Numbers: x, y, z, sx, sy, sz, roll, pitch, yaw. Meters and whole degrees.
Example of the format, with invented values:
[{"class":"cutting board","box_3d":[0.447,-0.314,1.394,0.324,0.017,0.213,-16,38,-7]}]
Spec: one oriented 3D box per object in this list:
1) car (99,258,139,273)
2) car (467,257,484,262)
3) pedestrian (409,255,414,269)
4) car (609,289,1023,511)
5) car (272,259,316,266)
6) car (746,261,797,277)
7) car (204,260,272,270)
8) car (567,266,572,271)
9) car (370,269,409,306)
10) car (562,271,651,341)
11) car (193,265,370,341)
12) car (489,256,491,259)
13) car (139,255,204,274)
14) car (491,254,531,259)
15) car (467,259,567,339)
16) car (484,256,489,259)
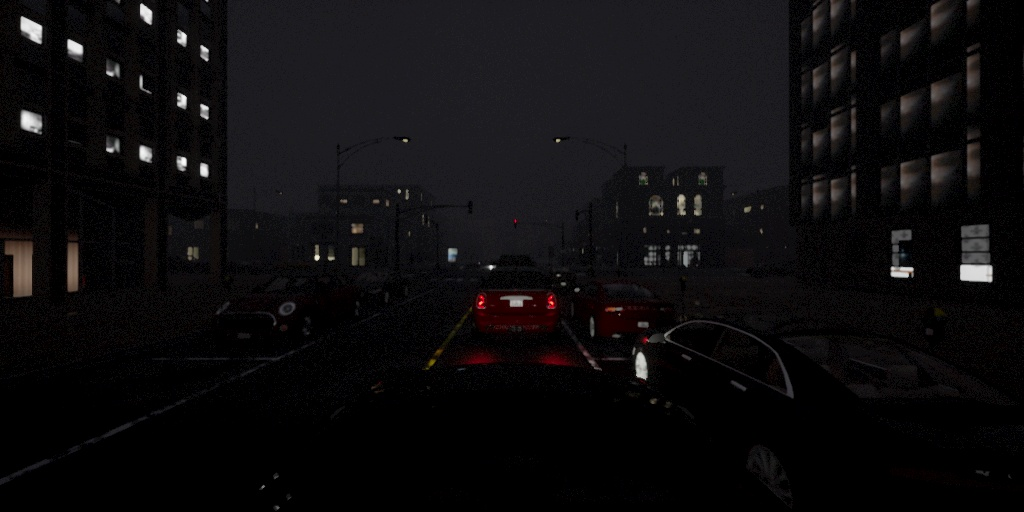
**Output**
[{"class":"car","box_3d":[-36.490,0.993,33.536,4.403,1.370,2.007,0,0,1]},{"class":"car","box_3d":[-5.693,1.115,53.368,1.802,1.307,4.207,0,0,0]},{"class":"pedestrian","box_3d":[-12.555,0.700,44.496,0.375,1.860,0.375,0,0,1]},{"class":"car","box_3d":[2.690,1.291,3.890,2.007,1.370,4.403,0,0,0]},{"class":"car","box_3d":[-25.457,1.025,41.748,4.829,1.417,1.751,0,0,1]},{"class":"car","box_3d":[23.640,1.300,32.580,4.207,1.307,1.802,0,0,1]},{"class":"car","box_3d":[-25.417,1.040,33.366,4.403,1.370,2.007,0,0,1]},{"class":"car","box_3d":[2.689,1.219,20.965,2.007,1.370,4.403,0,0,0]},{"class":"car","box_3d":[-5.691,1.243,15.290,2.007,1.370,4.403,0,0,0]},{"class":"car","box_3d":[2.690,1.262,9.581,1.888,1.381,4.507,0,0,0]},{"class":"car","box_3d":[-5.690,1.156,9.598,1.967,1.591,4.097,0,0,0]},{"class":"car","box_3d":[-3.044,1.087,64.757,1.895,1.301,4.718,0,0,1]},{"class":"car","box_3d":[-30.954,0.781,33.451,5.009,1.841,2.192,0,0,1]},{"class":"car","box_3d":[0.119,0.893,20.276,2.150,2.045,5.566,0,0,-1]},{"class":"car","box_3d":[0.099,1.067,10.123,2.097,1.767,4.553,0,0,0]},{"class":"car","box_3d":[-5.694,1.038,64.411,2.007,1.370,4.403,0,0,0]}]
